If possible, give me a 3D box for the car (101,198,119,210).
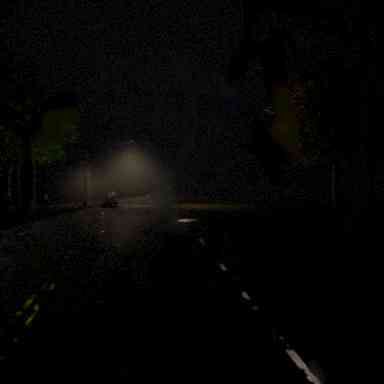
[{"bbox_3d":[-10.695,1.534,43.668,1.812,1.442,4.674,0,0,-5],"label":"car"}]
